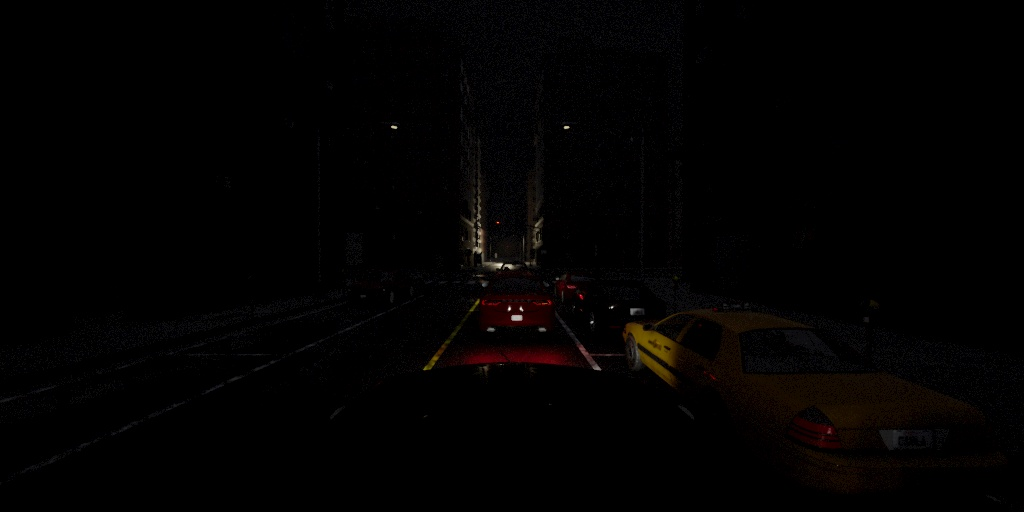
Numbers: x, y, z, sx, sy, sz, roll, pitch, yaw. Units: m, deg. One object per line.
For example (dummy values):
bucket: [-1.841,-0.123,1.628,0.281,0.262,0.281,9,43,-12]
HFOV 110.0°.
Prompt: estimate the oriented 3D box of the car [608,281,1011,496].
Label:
car: [2.876,1.274,4.870,1.751,1.417,4.829,0,0,0]

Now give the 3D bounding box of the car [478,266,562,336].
car: [0.109,1.225,10.466,1.882,1.535,5.008,0,0,0]

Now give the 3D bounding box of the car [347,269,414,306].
car: [-5.651,1.291,15.883,1.888,1.381,4.507,0,0,0]

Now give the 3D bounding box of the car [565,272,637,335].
car: [2.885,1.313,10.286,1.948,1.339,4.313,0,0,0]

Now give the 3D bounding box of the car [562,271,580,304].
car: [2.895,1.327,15.872,1.802,1.307,4.207,0,0,0]

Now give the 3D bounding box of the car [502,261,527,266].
car: [0.125,1.096,20.795,2.097,1.767,4.553,0,0,0]
